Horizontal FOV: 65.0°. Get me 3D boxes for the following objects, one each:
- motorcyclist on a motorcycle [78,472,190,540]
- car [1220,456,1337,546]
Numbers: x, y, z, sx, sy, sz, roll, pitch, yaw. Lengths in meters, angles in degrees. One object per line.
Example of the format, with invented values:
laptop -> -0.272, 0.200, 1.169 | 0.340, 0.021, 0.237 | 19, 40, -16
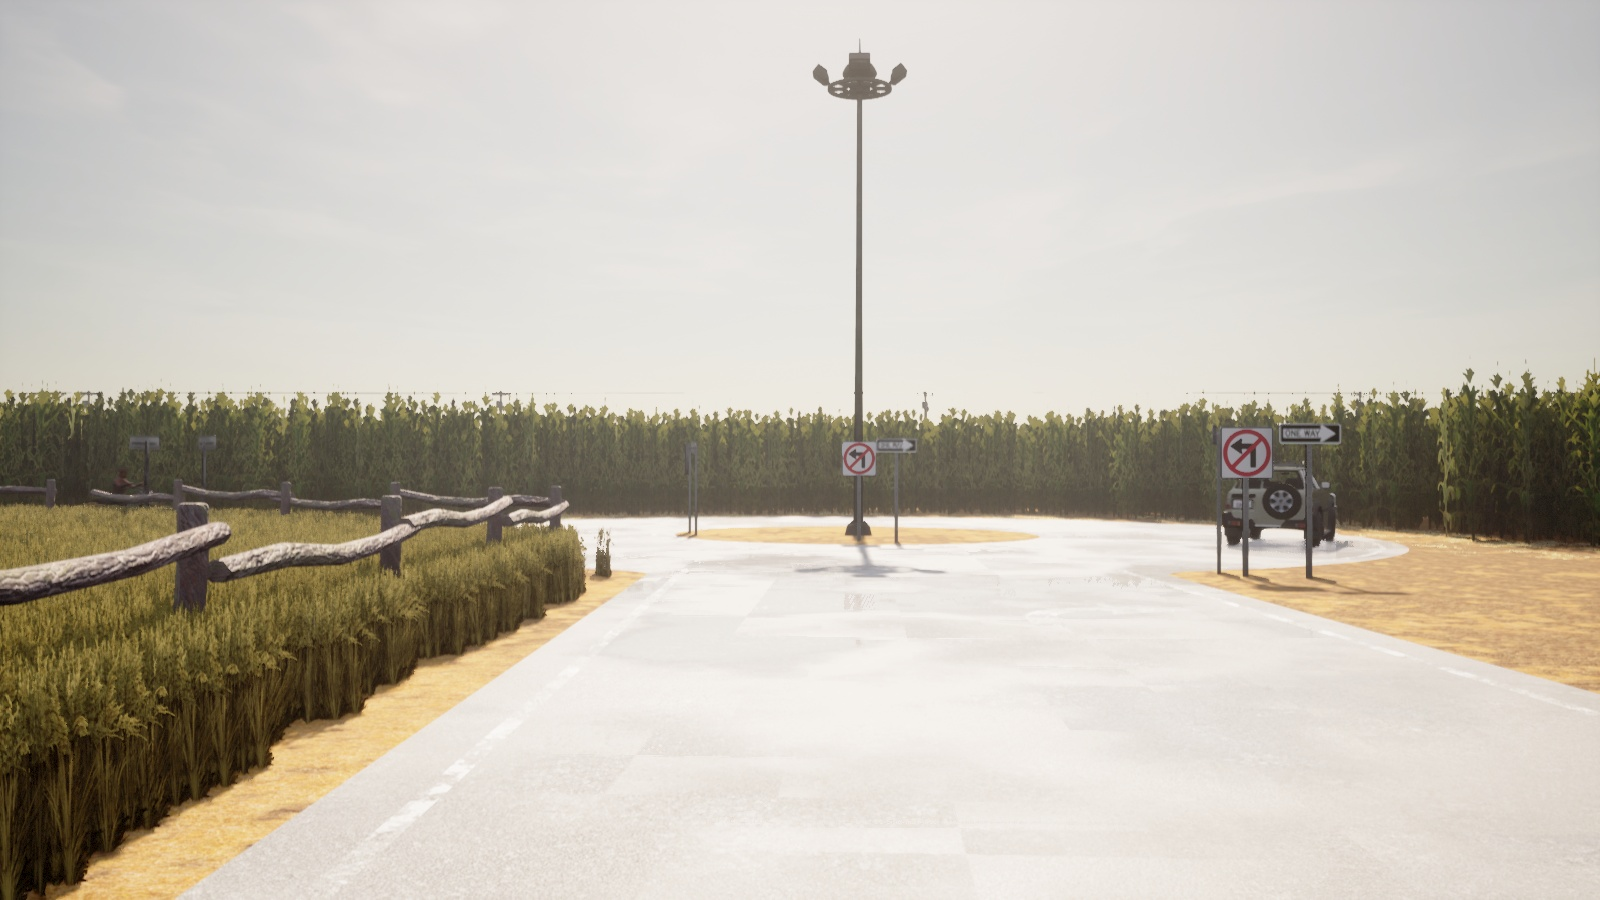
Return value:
motorcyclist on a motorcycle -> -16.365, 1.369, 30.877 | 2.350, 1.649, 0.766 | 0, -1, 3
car -> 10.918, 1.086, 28.432 | 1.932, 1.855, 4.605 | 0, -1, 28
